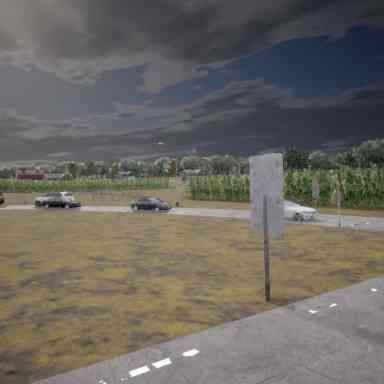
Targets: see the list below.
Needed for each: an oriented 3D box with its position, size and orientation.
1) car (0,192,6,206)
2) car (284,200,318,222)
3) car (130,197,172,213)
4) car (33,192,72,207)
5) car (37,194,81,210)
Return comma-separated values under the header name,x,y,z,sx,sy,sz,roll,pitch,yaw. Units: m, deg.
name,x,y,z,sx,sy,sz,roll,pitch,yaw
car,-29.246,1.025,46.775,5.566,2.045,2.150,0,1,5
car,7.157,1.362,25.338,1.812,1.442,4.674,-3,2,-42
car,-4.356,1.340,35.349,4.892,1.490,1.837,-1,2,32
car,-18.657,1.009,44.913,5.566,2.045,2.150,0,2,15
car,-16.156,1.345,41.207,5.008,1.535,1.882,1,2,19
